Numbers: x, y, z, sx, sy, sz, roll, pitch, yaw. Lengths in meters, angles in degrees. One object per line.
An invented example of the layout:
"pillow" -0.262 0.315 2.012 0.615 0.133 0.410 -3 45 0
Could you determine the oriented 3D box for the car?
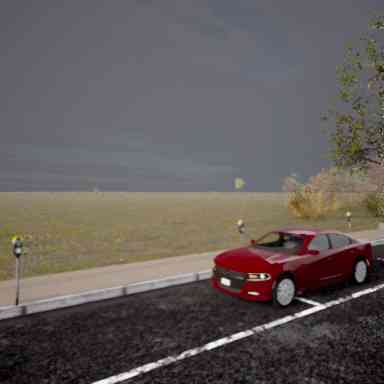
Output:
"car" 2.499 1.520 7.875 4.507 1.381 1.887 0 1 -36
